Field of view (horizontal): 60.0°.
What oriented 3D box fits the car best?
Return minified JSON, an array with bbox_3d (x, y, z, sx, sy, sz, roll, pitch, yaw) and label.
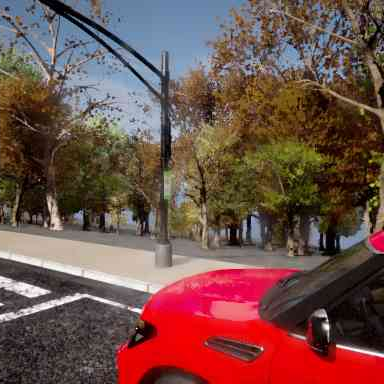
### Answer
[{"bbox_3d":[1.997,1.222,2.289,5.566,2.045,2.150,0,0,34],"label":"car"}]
